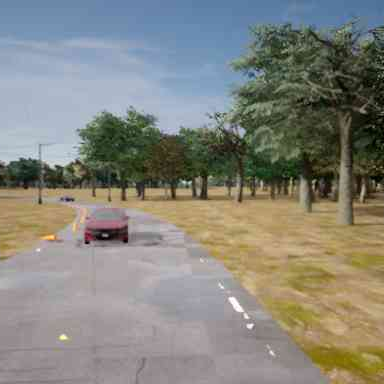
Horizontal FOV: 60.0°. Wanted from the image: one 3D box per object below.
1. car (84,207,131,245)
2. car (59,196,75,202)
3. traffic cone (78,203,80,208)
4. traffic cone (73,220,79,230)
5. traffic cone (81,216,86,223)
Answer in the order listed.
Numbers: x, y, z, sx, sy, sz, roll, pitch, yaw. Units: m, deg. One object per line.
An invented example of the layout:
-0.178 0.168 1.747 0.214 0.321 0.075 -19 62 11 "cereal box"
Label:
-3.998 1.505 16.062 1.882 1.535 5.008 0 0 -11 "car"
-25.434 1.388 67.702 1.895 1.301 4.718 0 1 -38 "car"
-14.293 1.949 43.179 0.340 0.580 0.340 0 0 -23 "traffic cone"
-6.955 1.980 19.850 0.340 0.580 0.340 0 0 -12 "traffic cone"
-8.068 1.980 24.620 0.340 0.580 0.340 0 0 -14 "traffic cone"
